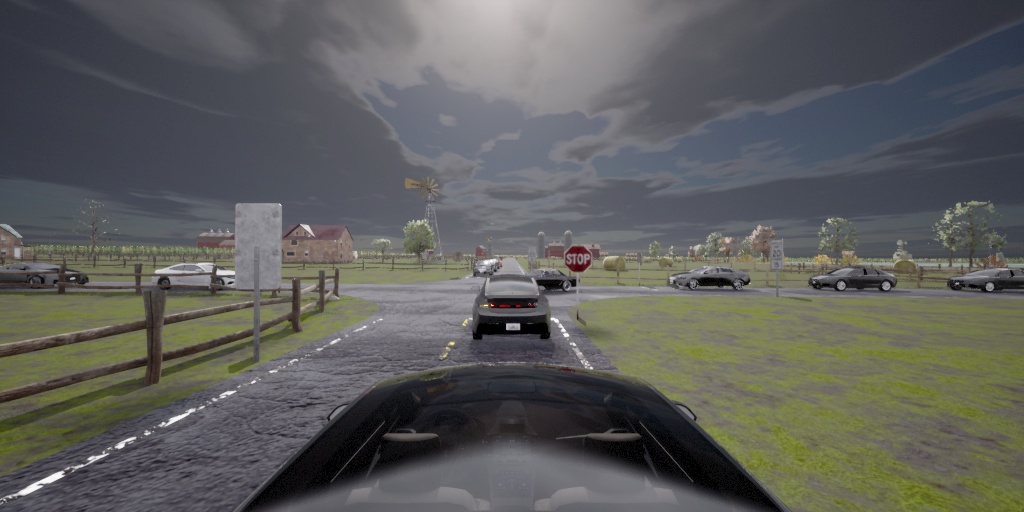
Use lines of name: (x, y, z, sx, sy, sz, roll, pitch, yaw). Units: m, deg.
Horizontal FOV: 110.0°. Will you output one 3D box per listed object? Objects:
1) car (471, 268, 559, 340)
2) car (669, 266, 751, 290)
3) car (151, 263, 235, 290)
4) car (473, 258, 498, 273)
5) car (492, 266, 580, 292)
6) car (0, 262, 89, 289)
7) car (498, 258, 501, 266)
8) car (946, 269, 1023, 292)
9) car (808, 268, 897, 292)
car: (-0.076, 1.256, 10.031, 1.837, 1.490, 4.892, 0, 0, -2)
car: (12.792, 1.396, 23.309, 4.902, 1.511, 2.128, 1, -1, -2)
car: (-17.249, 1.104, 19.982, 4.674, 1.442, 1.812, 1, -1, -1)
car: (-2.870, 1.243, 36.717, 2.128, 1.511, 4.902, 0, 0, 0)
car: (1.494, 1.369, 20.077, 4.718, 1.301, 1.895, 1, 0, -35)
car: (-26.369, 1.048, 19.858, 4.181, 1.385, 1.994, 1, -1, -1)
car: (-2.865, 1.241, 46.162, 2.128, 1.511, 4.902, 0, 0, 0)
car: (31.696, 1.587, 23.606, 4.892, 1.490, 1.837, 1, -1, -1)
car: (22.194, 1.499, 23.483, 4.892, 1.490, 1.837, 1, -1, -1)
